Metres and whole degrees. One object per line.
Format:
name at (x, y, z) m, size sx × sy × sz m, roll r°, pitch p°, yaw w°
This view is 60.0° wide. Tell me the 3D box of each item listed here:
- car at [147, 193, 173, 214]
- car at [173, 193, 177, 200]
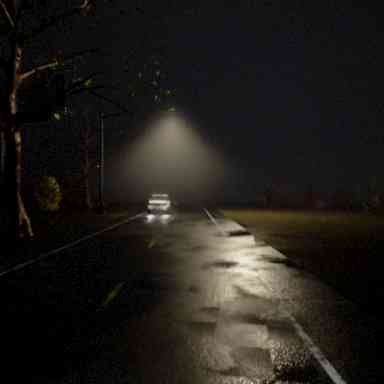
car at (-3.587, 1.289, 36.832) m, size 2.150 × 2.045 × 5.566 m, roll 0°, pitch 0°, yaw 0°
car at (-4.657, 1.167, 78.274) m, size 2.150 × 2.045 × 5.566 m, roll 0°, pitch 0°, yaw -3°
